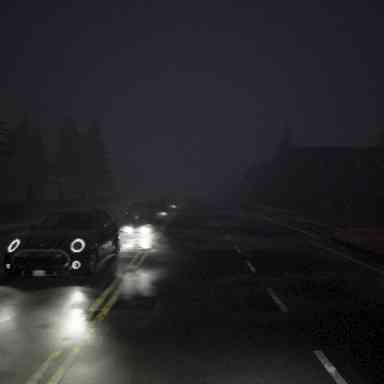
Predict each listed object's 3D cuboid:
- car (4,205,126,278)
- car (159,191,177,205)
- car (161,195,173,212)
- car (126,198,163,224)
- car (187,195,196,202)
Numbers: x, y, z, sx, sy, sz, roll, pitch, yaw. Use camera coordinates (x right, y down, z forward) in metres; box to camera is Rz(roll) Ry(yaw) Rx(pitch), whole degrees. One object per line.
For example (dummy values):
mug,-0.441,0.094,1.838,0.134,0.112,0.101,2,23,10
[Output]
car,-3.604,1.310,10.073,2.097,1.767,4.553,0,0,0
car,-3.581,1.006,52.986,2.150,2.045,5.566,0,0,0
car,-3.608,1.396,36.759,2.033,1.411,5.357,0,0,0
car,-3.608,1.393,24.139,2.128,1.511,4.902,0,0,0
car,-0.020,1.267,67.757,2.033,1.411,5.357,0,0,0
